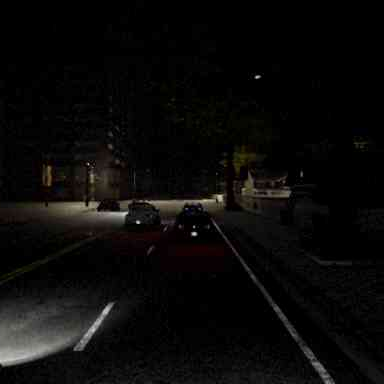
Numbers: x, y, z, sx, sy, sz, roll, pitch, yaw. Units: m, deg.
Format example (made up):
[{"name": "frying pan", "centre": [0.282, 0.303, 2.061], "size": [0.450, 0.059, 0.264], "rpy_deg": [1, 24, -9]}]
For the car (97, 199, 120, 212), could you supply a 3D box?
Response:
[{"name": "car", "centre": [-9.787, 1.558, 39.333], "size": [1.812, 1.442, 4.674], "rpy_deg": [0, 0, 1]}]

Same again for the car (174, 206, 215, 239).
[{"name": "car", "centre": [0.103, 1.613, 17.330], "size": [1.895, 1.301, 4.718], "rpy_deg": [0, 0, 0]}]

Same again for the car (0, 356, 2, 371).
[{"name": "car", "centre": [-3.149, 1.565, 2.069], "size": [1.994, 1.385, 4.181], "rpy_deg": [0, 0, 0]}]

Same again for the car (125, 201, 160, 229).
[{"name": "car", "centre": [-3.146, 1.542, 21.758], "size": [1.812, 1.442, 4.674], "rpy_deg": [0, 0, 0]}]

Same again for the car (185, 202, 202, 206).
[{"name": "car", "centre": [0.105, 1.627, 33.297], "size": [1.895, 1.301, 4.718], "rpy_deg": [0, 0, 0]}]
